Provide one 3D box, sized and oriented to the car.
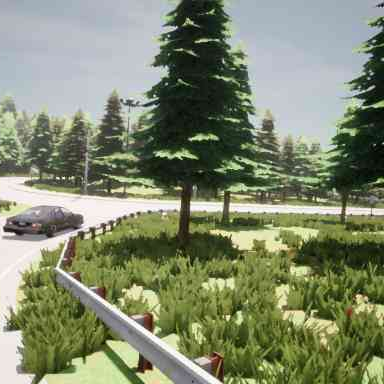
[{"bbox_3d":[-7.400,1.412,17.297,2.033,1.411,5.357,4,1,3],"label":"car"}]
